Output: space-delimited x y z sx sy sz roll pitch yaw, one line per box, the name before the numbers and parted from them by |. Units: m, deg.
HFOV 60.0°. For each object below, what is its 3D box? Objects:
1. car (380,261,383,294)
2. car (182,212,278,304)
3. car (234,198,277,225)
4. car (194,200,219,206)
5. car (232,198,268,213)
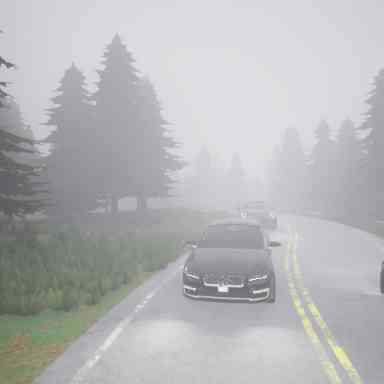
car | 4.484 1.309 4.619 2.097 1.767 4.553 -1 0 8
car | 1.074 1.495 8.383 1.837 1.490 4.892 -1 0 12
car | 3.836 1.269 20.341 2.097 1.767 4.553 -1 0 5
car | 1.832 1.794 44.832 1.812 1.442 4.674 3 -5 -35
car | 6.133 1.408 35.715 1.837 1.490 4.892 2 -1 -16
